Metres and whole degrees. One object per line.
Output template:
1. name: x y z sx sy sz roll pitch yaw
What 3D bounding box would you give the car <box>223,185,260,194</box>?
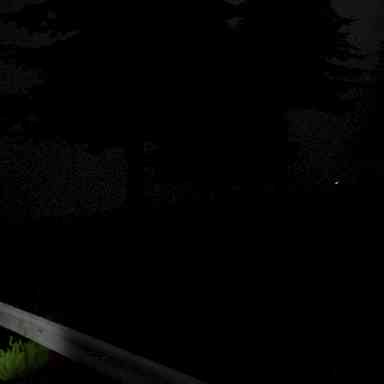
1. car: 5.258 -0.017 33.919 5.008 1.535 1.882 -4 1 -12

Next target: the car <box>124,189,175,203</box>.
1. car: -3.864 0.610 29.949 4.553 1.767 2.097 -5 3 -29

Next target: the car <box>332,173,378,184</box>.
1. car: 16.755 -1.013 34.465 4.553 1.767 2.097 -4 -1 10

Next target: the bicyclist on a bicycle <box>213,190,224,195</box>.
1. bicyclist on a bicycle: 2.051 0.281 25.811 0.582 1.620 1.656 1 4 -28
